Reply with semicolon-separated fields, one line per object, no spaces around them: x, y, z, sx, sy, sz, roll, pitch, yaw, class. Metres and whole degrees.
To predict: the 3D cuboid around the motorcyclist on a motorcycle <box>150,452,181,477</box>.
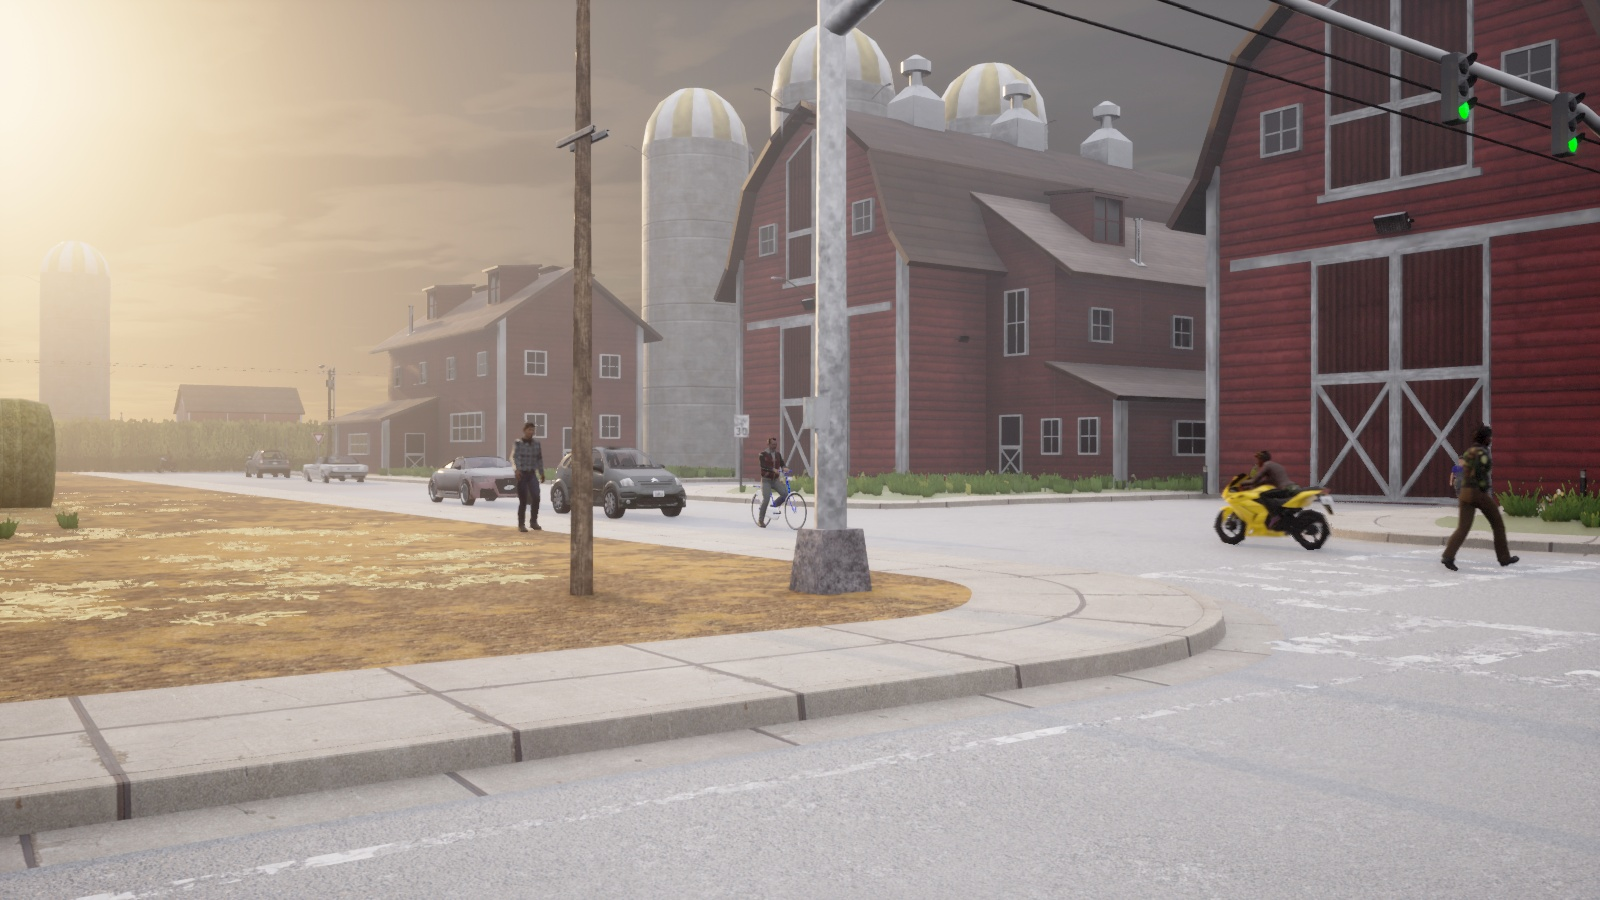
-43.990;0.992;87.100;0.766;1.649;2.350;1;0;4;motorcyclist on a motorcycle

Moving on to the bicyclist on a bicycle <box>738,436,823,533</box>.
-0.399;0.641;24.027;0.659;1.776;1.843;-1;0;-36;bicyclist on a bicycle

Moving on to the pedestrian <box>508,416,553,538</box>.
-4.396;0.437;20.474;0.423;1.949;0.788;0;0;-36;pedestrian

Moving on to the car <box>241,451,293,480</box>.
-30.311;0.855;71.343;1.851;1.617;3.988;0;0;-36;car

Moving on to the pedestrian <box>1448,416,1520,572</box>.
8.599;0.541;15.800;0.692;1.930;0.395;0;0;-11;pedestrian

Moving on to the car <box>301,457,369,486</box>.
-22.432;1.014;60.453;1.895;1.301;4.718;0;0;-36;car

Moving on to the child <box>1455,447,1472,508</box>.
13.969;0.573;26.448;0.270;1.263;0.437;0;0;34;child

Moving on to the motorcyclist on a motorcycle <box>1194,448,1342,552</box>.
7.219;0.732;19.472;0.797;1.523;2.044;0;0;-36;motorcyclist on a motorcycle

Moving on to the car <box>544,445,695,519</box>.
-4.279;0.697;29.392;1.851;1.617;3.988;0;0;-36;car

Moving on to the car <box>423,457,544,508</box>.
-9.154;0.890;36.138;1.994;1.385;4.181;0;0;-36;car
